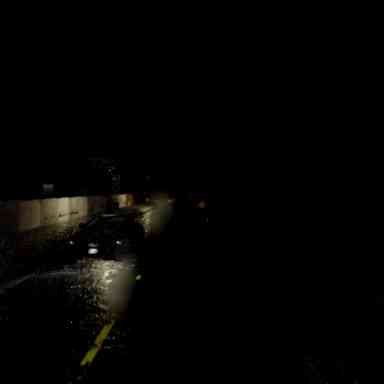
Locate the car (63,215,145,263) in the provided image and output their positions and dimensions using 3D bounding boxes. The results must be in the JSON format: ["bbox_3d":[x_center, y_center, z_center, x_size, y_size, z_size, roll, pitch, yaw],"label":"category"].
[{"bbox_3d":[-2.857,1.502,11.599,1.994,1.385,4.181,0,0,0],"label":"car"}]

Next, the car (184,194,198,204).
[{"bbox_3d":[0.050,1.249,57.241,1.812,1.442,4.674,0,0,0],"label":"car"}]

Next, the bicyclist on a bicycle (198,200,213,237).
[{"bbox_3d":[0.745,1.368,16.127,0.582,1.620,1.656,0,0,0],"label":"bicyclist on a bicycle"}]

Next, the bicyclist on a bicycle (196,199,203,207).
[{"bbox_3d":[0.749,1.310,24.592,0.866,1.612,1.509,0,0,0],"label":"bicyclist on a bicycle"}]
